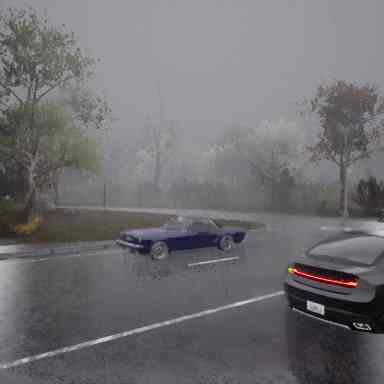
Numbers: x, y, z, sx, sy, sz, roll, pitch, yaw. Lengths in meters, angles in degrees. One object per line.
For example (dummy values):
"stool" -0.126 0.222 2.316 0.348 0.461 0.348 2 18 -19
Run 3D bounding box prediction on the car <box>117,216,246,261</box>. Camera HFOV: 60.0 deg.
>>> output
"car" -0.307 1.601 12.340 4.718 1.301 1.895 0 0 -35

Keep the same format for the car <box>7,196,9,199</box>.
"car" -30.662 1.566 57.326 5.566 2.045 2.150 -1 0 29

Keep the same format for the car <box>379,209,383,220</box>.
"car" 16.509 1.478 25.182 5.008 1.535 1.882 0 1 -21

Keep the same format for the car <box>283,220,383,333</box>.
"car" 3.841 1.505 6.458 4.892 1.490 1.837 0 0 -36
